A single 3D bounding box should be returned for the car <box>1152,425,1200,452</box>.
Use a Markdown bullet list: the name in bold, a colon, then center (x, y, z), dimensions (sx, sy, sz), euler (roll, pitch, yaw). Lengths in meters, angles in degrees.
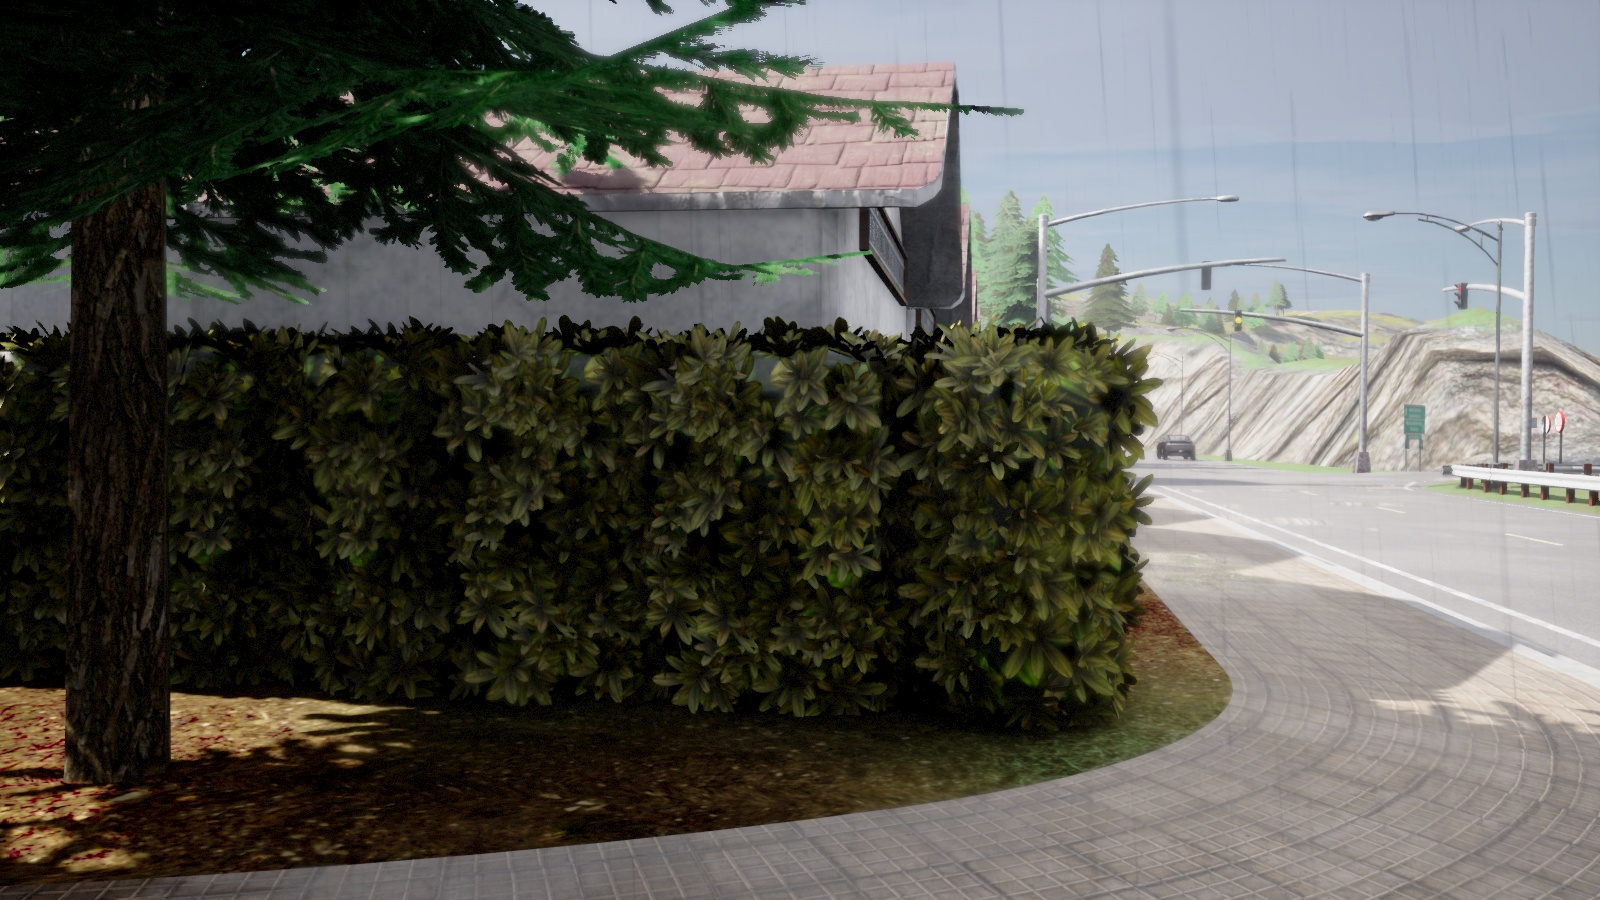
- **car**: center (22.270, -0.684, 74.539), dimensions (2.128, 1.511, 4.902), euler (0, 1, 9)
